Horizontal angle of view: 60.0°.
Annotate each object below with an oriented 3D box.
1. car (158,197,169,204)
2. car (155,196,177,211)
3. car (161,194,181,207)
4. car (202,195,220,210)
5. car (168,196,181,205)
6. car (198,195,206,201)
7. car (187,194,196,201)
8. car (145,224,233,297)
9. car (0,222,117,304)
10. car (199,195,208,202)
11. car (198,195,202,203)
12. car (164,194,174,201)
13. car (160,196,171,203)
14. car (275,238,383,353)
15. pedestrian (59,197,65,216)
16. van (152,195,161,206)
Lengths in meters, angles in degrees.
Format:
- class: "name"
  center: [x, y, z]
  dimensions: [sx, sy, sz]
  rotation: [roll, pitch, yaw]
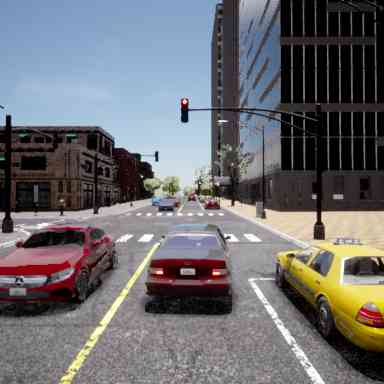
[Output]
- class: "car"
  center: [-5.729, 1.607, 66.249]
  dimensions: [1.802, 1.307, 4.206]
  rotation: [1, 0, 0]
- class: "car"
  center: [-3.154, 1.562, 41.084]
  dimensions: [2.033, 1.411, 5.357]
  rotation: [0, 0, -3]
- class: "car"
  center: [-3.133, 1.371, 50.983]
  dimensions: [2.097, 1.767, 4.553]
  rotation: [0, 0, 0]
- class: "car"
  center: [2.670, 1.456, 44.103]
  dimensions: [1.967, 1.590, 4.097]
  rotation: [1, 0, 0]
- class: "car"
  center: [-3.111, 1.515, 61.360]
  dimensions: [2.128, 1.511, 4.902]
  rotation: [0, 0, 0]
- class: "car"
  center: [2.636, 1.580, 88.382]
  dimensions: [1.887, 1.381, 4.507]
  rotation: [1, 0, 0]
- class: "car"
  center: [-0.060, 1.387, 81.614]
  dimensions: [2.097, 1.767, 4.553]
  rotation: [0, 0, 0]
- class: "car"
  center: [0.069, 1.550, 8.775]
  dimensions: [2.033, 1.411, 5.357]
  rotation: [0, 0, 3]
- class: "car"
  center: [-3.110, 1.528, 8.254]
  dimensions: [1.812, 1.442, 4.674]
  rotation: [0, 0, 0]
- class: "car"
  center: [2.644, 1.556, 77.483]
  dimensions: [1.752, 1.417, 4.829]
  rotation: [1, 0, 0]
- class: "car"
  center: [2.648, 1.553, 71.948]
  dimensions: [1.752, 1.417, 4.829]
  rotation: [1, 0, 0]
- class: "car"
  center: [-5.737, 1.348, 82.852]
  dimensions: [2.192, 1.841, 5.009]
  rotation: [1, 0, 0]
- class: "car"
  center: [-5.733, 1.594, 71.784]
  dimensions: [1.947, 1.339, 4.313]
  rotation: [1, 0, 0]
- class: "car"
  center: [2.834, 1.527, 6.326]
  dimensions: [1.752, 1.417, 4.829]
  rotation: [1, 0, 0]
- class: "pedestrian"
  center: [-12.568, 1.369, 32.087]
  dimensions: [0.375, 1.860, 0.375]
  rotation: [0, 0, 1]
- class: "van"
  center: [-5.717, 1.362, 55.181]
  dimensions: [1.690, 1.788, 3.998]
  rotation: [1, 0, 0]
